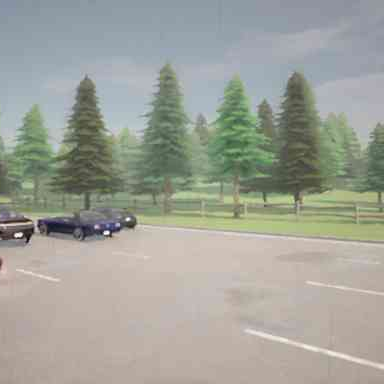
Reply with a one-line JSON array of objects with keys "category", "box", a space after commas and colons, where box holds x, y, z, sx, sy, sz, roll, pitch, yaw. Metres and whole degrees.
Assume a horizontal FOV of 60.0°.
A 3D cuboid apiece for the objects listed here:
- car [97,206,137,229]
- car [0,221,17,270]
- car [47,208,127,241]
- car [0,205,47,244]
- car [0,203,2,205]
[{"category": "car", "box": [-5.392, 1.570, 20.725, 4.181, 1.385, 1.994, 0, 0, 36]}, {"category": "car", "box": [-7.277, 1.552, 9.163, 5.357, 1.411, 2.033, 0, 0, 36]}, {"category": "car", "box": [-5.749, 1.606, 16.680, 4.718, 1.301, 1.895, 0, 0, 36]}, {"category": "car", "box": [-8.846, 1.496, 14.590, 4.902, 1.511, 2.128, 0, 0, 36]}, {"category": "car", "box": [-18.196, 1.576, 29.857, 4.181, 1.385, 1.994, 0, 0, 36]}]
